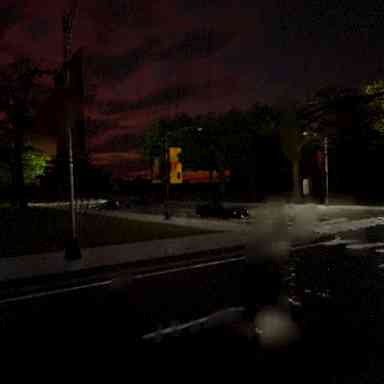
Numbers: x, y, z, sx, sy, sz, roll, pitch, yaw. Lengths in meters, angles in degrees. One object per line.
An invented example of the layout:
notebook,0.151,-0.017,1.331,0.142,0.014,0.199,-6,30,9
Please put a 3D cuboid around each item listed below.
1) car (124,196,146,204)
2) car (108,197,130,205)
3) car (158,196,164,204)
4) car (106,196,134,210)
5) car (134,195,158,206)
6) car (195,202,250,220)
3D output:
car,-11.175,1.518,64.679,2.033,1.411,5.357,-3,1,-35
car,-13.837,1.638,62.817,2.033,1.411,5.357,-3,1,-35
car,-6.661,1.400,58.254,1.837,1.490,4.892,-3,1,-35
car,-10.390,1.540,46.404,2.097,1.767,4.553,-3,1,-35
car,-7.985,1.345,54.499,2.097,1.767,4.553,-3,1,-34
car,2.407,1.528,28.062,2.033,1.411,5.357,-3,1,-35
